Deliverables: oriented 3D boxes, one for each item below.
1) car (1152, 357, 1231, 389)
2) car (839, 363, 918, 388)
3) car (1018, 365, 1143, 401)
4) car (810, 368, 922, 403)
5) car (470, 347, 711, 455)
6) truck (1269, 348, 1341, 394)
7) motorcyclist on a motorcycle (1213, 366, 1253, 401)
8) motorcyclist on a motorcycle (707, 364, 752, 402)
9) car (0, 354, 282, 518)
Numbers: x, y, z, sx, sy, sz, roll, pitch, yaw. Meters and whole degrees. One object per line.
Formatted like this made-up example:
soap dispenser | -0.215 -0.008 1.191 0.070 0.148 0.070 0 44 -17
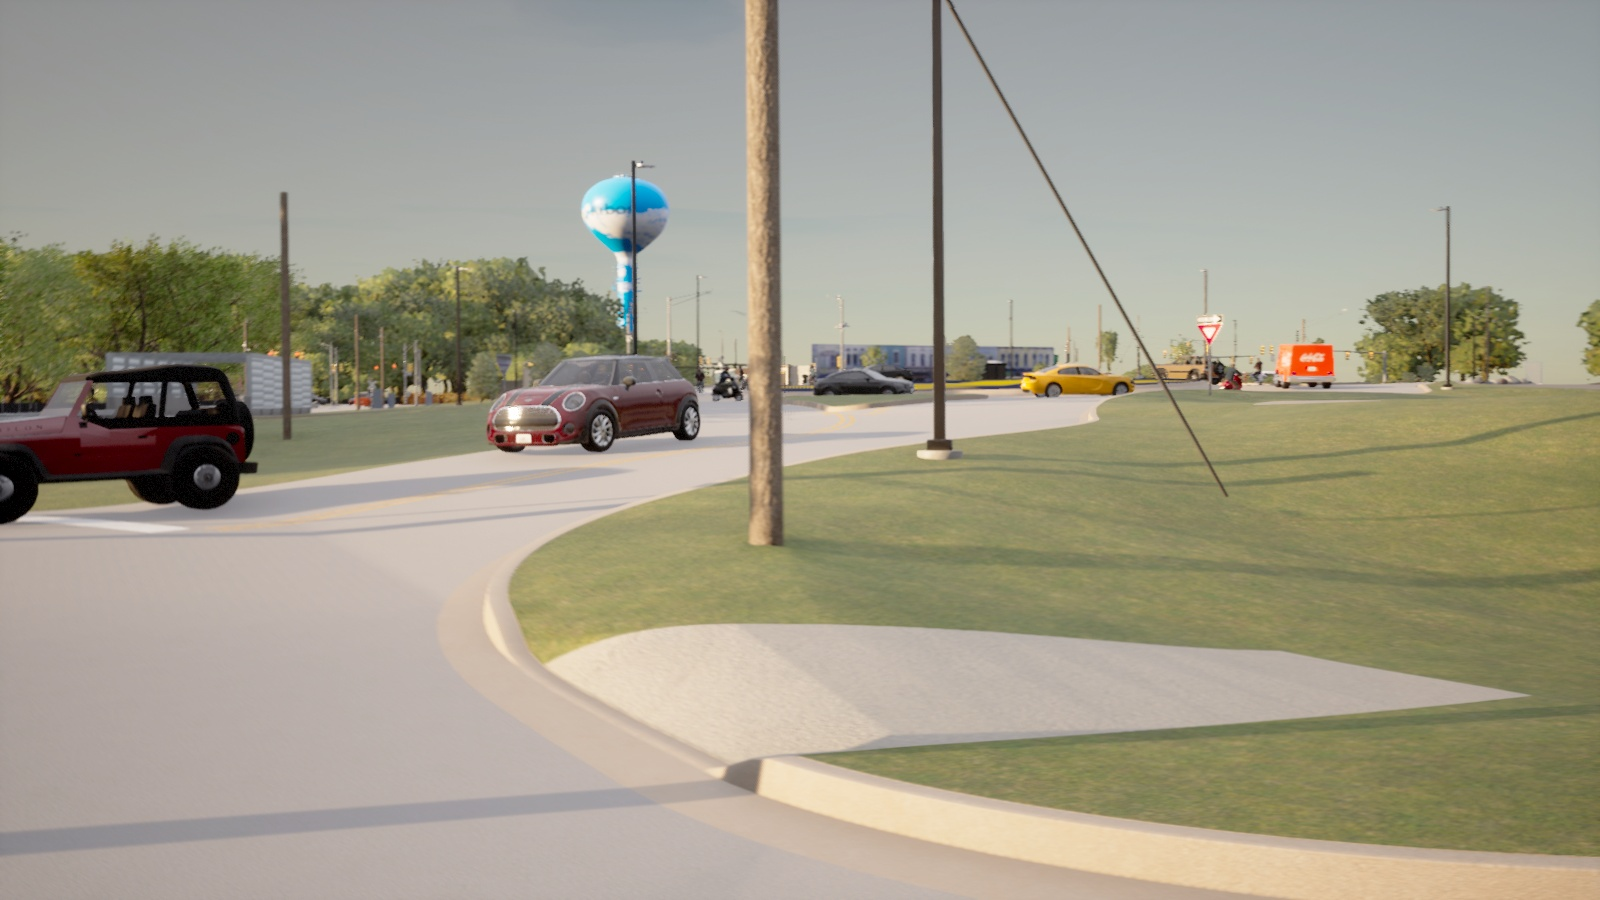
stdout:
car | 24.166 -4.784 77.705 1.932 1.855 4.605 0 4 -27
car | 5.341 -5.051 85.642 5.008 1.535 1.882 -2 2 -10
car | 12.344 -2.961 55.447 5.008 1.535 1.882 0 5 -7
car | 2.950 -2.894 56.332 4.674 1.442 1.812 1 5 27
car | -3.699 -0.971 23.098 2.097 1.767 4.553 0 4 25
truck | 27.970 -4.437 69.796 2.627 2.467 5.204 1 5 10
motorcyclist on a motorcycle | 20.503 -3.151 59.469 1.817 1.590 0.866 -1 7 -41
motorcyclist on a motorcycle | -3.087 -2.893 54.674 1.817 1.590 0.866 1 1 38
car | -8.961 -0.224 16.020 3.866 1.878 1.905 -3 3 -45
